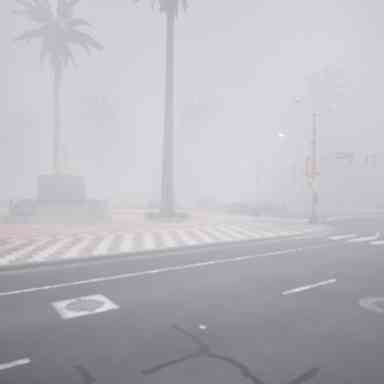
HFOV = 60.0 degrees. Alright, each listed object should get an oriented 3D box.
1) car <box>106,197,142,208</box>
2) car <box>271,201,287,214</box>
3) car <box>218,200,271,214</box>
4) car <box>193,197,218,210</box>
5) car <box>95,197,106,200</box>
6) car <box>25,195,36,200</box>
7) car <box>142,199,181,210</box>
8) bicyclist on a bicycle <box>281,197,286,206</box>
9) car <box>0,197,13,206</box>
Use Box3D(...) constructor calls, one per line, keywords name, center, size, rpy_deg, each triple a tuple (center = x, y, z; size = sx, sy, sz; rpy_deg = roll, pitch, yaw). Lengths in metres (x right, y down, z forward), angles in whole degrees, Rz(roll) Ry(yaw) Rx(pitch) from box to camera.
Box3D(name="car", center=(-9.970, 1.617, 50.963), size=(5.008, 1.535, 1.882), rpy_deg=(1, 0, 12))
Box3D(name="car", center=(8.886, 1.718, 39.024), size=(1.812, 1.442, 4.674), rpy_deg=(0, 0, -39))
Box3D(name="car", center=(5.824, 1.718, 37.499), size=(2.033, 1.411, 5.357), rpy_deg=(0, 0, -38))
Box3D(name="car", center=(2.496, 1.534, 45.205), size=(4.553, 1.767, 2.097), rpy_deg=(0, 0, 35))
Box3D(name="car", center=(-16.154, 1.628, 58.851), size=(4.902, 1.511, 2.128), rpy_deg=(0, 0, 2))
Box3D(name="car", center=(-26.362, 1.303, 58.305), size=(5.566, 2.045, 2.150), rpy_deg=(0, 0, -10))
Box3D(name="car", center=(-3.799, 1.641, 45.094), size=(4.902, 1.511, 2.128), rpy_deg=(0, 0, 25))
Box3D(name="bicyclist on a bicycle", center=(14.951, 1.581, 54.159), size=(0.582, 1.620, 1.656), rpy_deg=(0, 0, 42))
Box3D(name="car", center=(-31.430, 1.541, 53.367), size=(4.892, 1.490, 1.837), rpy_deg=(0, 0, -16))
